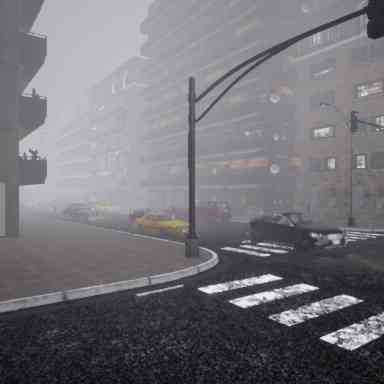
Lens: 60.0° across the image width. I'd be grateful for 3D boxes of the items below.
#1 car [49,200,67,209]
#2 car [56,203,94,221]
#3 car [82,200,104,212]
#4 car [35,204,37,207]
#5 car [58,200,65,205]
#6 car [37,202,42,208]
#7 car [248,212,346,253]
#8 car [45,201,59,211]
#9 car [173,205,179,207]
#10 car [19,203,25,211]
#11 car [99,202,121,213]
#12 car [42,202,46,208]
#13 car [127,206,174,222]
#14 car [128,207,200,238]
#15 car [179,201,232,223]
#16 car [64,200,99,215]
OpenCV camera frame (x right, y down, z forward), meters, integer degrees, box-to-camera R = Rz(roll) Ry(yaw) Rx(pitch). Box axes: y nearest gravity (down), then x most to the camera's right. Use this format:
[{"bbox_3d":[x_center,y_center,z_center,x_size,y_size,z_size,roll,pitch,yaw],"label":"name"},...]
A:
[{"bbox_3d":[-28.577,2.623,70.829,2.192,1.841,5.009,-1,0,-36],"label":"car"},{"bbox_3d":[-11.930,2.163,33.825,1.887,1.381,4.507,-1,0,-36],"label":"car"},{"bbox_3d":[-16.462,2.307,55.009,2.097,1.767,4.553,0,-1,-36],"label":"car"},{"bbox_3d":[-38.573,3.168,84.563,1.947,1.339,4.313,-1,0,-36],"label":"car"},{"bbox_3d":[-19.603,2.530,54.206,2.033,1.411,5.357,0,-1,-36],"label":"car"},{"bbox_3d":[-35.243,3.049,79.983,1.887,1.381,4.507,-1,0,-36],"label":"car"},{"bbox_3d":[4.388,1.649,14.630,2.128,1.511,4.902,0,-1,-24],"label":"car"},{"bbox_3d":[-25.285,2.755,62.001,1.895,1.301,4.718,0,-1,-36],"label":"car"},{"bbox_3d":[-1.885,2.045,34.214,1.887,1.381,4.507,-1,0,-36],"label":"car"},{"bbox_3d":[-31.946,2.770,61.287,1.887,1.381,4.507,-1,0,-36],"label":"car"},{"bbox_3d":[-12.437,2.290,49.550,1.801,1.575,5.366,0,-1,-36],"label":"car"},{"bbox_3d":[-31.906,2.973,75.405,1.947,1.339,4.313,-1,0,-36],"label":"car"},{"bbox_3d":[-3.606,1.987,26.825,1.994,1.385,4.181,0,-1,-36],"label":"car"},{"bbox_3d":[-1.823,1.833,19.956,1.752,1.417,4.829,-1,0,-36],"label":"car"},{"bbox_3d":[1.444,1.713,29.638,2.192,1.841,5.009,-1,0,-36],"label":"car"},{"bbox_3d":[-13.477,2.076,40.403,2.097,1.767,4.553,0,-1,-36],"label":"car"}]
